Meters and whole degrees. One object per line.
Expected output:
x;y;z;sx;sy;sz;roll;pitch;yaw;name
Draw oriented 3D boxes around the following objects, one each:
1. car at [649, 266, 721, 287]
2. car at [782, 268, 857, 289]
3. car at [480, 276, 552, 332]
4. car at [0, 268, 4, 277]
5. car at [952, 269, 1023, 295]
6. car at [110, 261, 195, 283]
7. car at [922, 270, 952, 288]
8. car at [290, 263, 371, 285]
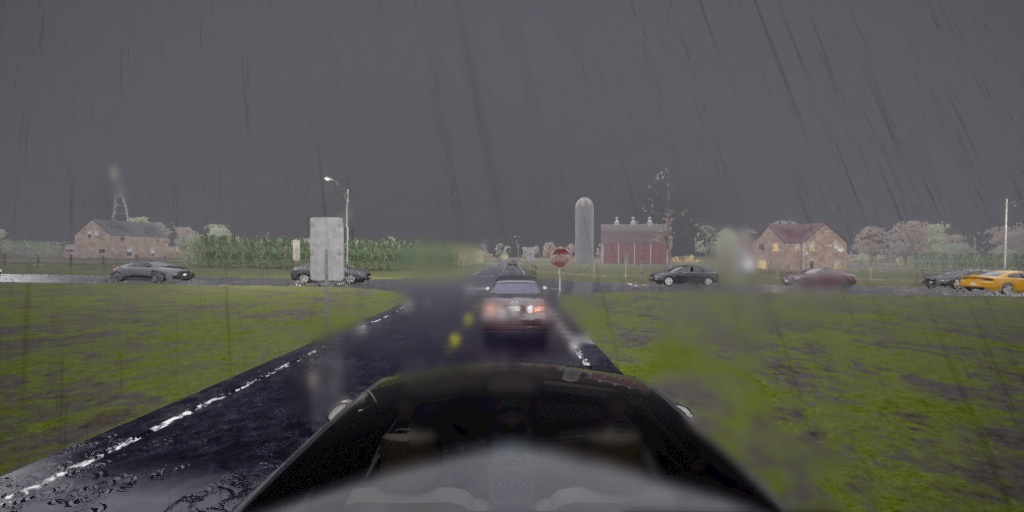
12.779;1.445;26.623;4.892;1.490;1.837;1;1;2;car
22.781;1.604;26.594;4.674;1.442;1.812;1;1;0;car
0.147;1.298;10.851;2.033;1.411;5.357;0;0;1;car
-36.625;0.776;23.548;4.674;1.442;1.812;1;1;0;car
32.888;1.723;23.662;5.008;1.535;1.882;1;1;0;car
-23.501;1.010;23.563;4.181;1.385;1.994;1;1;0;car
33.503;1.727;26.601;4.892;1.490;1.837;1;1;0;car
-11.933;1.120;23.826;4.892;1.490;1.837;1;1;-4;car
